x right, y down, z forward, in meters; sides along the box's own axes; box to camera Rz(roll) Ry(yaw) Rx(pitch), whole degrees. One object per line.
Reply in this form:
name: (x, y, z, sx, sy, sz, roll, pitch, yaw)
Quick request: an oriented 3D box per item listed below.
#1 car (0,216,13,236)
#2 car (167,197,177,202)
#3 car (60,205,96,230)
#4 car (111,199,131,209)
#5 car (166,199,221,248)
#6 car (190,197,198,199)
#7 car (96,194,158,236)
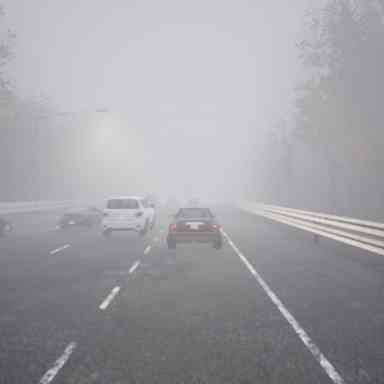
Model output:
car: (-10.402, 1.536, 15.644, 1.837, 1.490, 4.892, 0, 0, 0)
car: (-3.411, 1.611, 58.227, 2.128, 1.511, 4.902, 0, 0, 0)
car: (-6.903, 1.568, 21.373, 1.812, 1.442, 4.674, 0, 0, 0)
car: (-10.409, 1.700, 49.145, 1.895, 1.301, 4.718, 0, 0, 0)
car: (0.097, 1.381, 15.063, 2.097, 1.767, 4.553, 0, 0, 0)
car: (0.319, 1.622, 56.918, 1.837, 1.490, 4.892, 0, 0, 2)
car: (-3.404, 1.260, 18.672, 2.150, 2.045, 5.566, 0, 0, 0)
